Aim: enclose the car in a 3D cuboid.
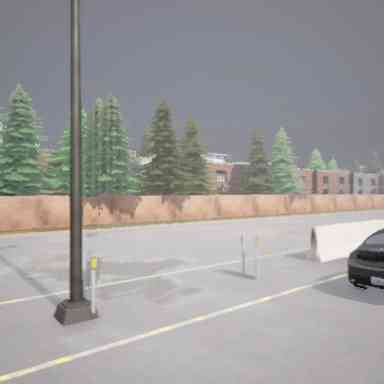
[{"bbox_3d":[5.784,1.606,8.363,4.892,1.490,1.837,0,-1,-37],"label":"car"}]
